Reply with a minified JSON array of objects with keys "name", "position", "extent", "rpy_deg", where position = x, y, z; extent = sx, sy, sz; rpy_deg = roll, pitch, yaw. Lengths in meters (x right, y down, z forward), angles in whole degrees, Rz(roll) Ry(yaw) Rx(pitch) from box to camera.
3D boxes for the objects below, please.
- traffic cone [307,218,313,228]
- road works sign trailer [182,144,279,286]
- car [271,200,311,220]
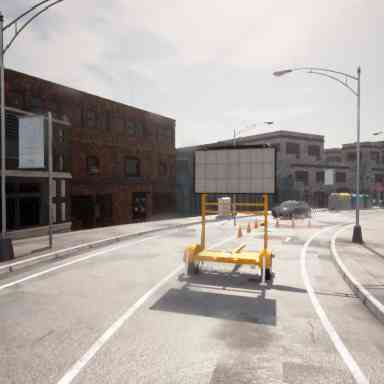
[{"name":"traffic cone","position":[7.481,1.982,21.154],"extent":[0.340,0.580,0.340],"rpy_deg":[1,0,22]},{"name":"road works sign trailer","position":[1.251,0.462,9.677],"extent":[2.380,3.560,2.880],"rpy_deg":[0,0,20]},{"name":"car","position":[8.614,1.505,28.698],"extent":[1.837,1.490,4.892],"rpy_deg":[0,0,43]}]
